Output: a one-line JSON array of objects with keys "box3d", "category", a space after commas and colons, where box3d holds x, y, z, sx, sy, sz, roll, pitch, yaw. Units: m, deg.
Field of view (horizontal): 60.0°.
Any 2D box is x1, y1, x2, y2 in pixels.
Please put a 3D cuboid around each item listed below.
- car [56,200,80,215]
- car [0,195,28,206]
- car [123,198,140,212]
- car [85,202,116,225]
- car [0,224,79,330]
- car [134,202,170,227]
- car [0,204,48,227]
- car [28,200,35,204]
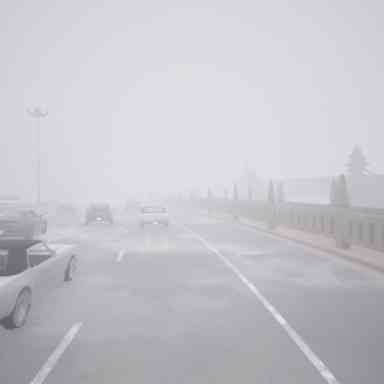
[{"box3d": [-12.930, 1.604, 34.591, 1.812, 1.442, 4.674, 0, 0, -15], "category": "car"}, {"box3d": [-21.658, 1.356, 39.528, 2.150, 2.045, 5.566, 0, 0, -15], "category": "car"}, {"box3d": [-7.178, 1.548, 40.242, 1.837, 1.490, 4.892, 0, 0, -15], "category": "car"}, {"box3d": [-6.786, 1.540, 24.588, 1.837, 1.490, 4.892, 0, 0, -13], "category": "car"}, {"box3d": [-3.815, 1.617, 6.820, 1.895, 1.301, 4.718, 0, 0, -4], "category": "car"}, {"box3d": [-2.739, 1.611, 22.727, 1.895, 1.301, 4.718, 0, 0, -12], "category": "car"}, {"box3d": [-8.650, 1.570, 16.683, 1.812, 1.442, 4.674, 0, 0, -10], "category": "car"}, {"box3d": [-40.284, 2.857, 82.943, 2.097, 1.767, 4.553, 0, -5, -15], "category": "car"}]
